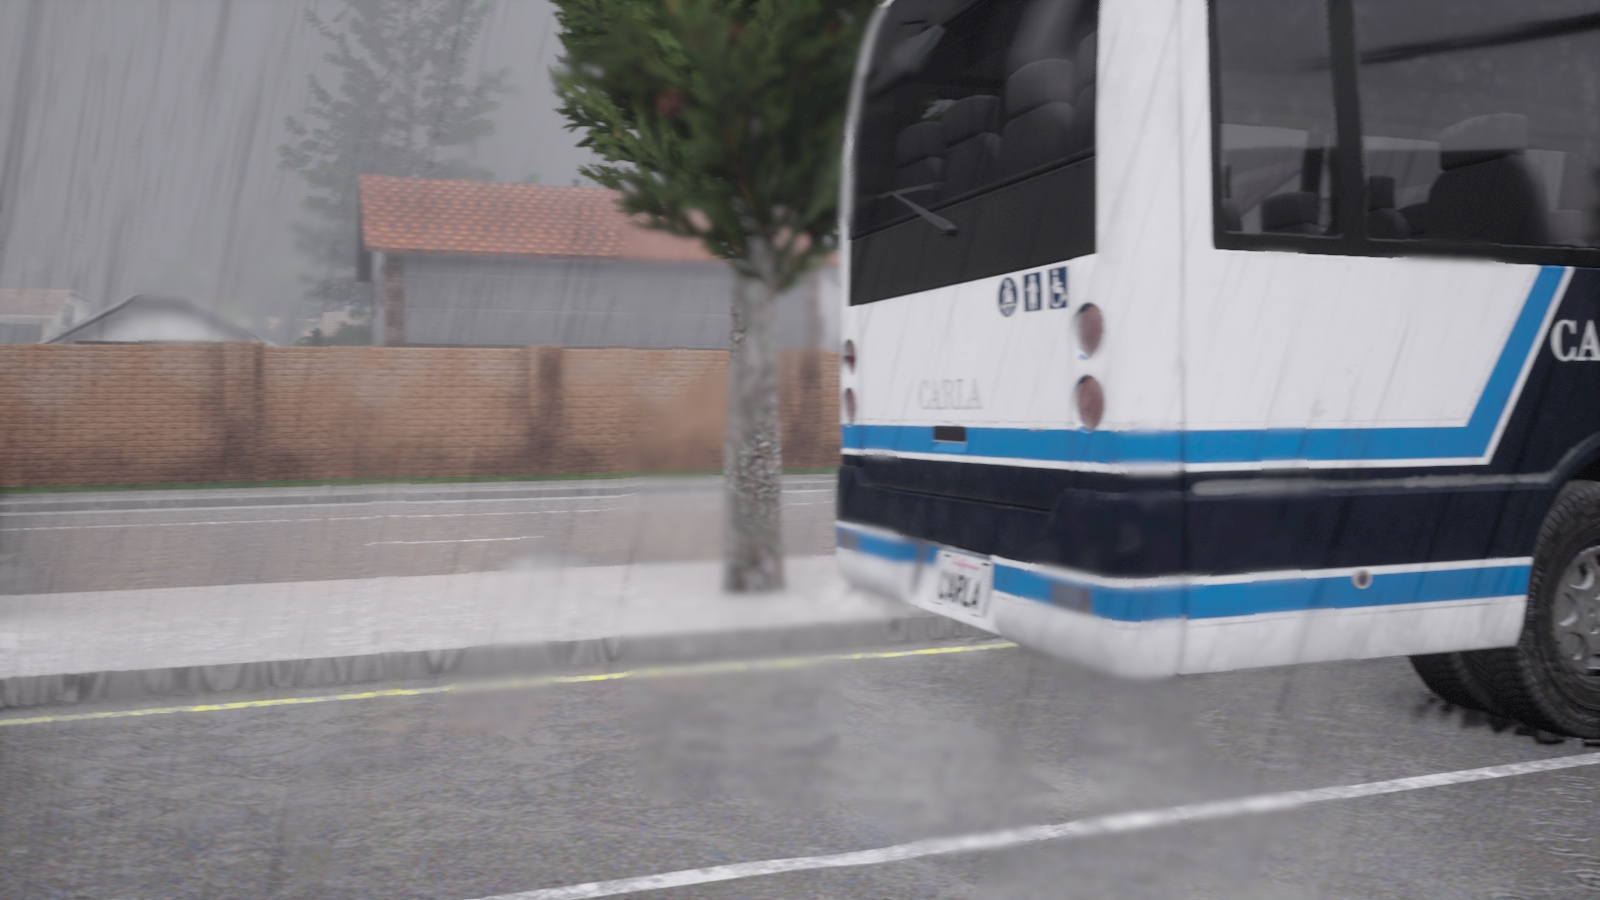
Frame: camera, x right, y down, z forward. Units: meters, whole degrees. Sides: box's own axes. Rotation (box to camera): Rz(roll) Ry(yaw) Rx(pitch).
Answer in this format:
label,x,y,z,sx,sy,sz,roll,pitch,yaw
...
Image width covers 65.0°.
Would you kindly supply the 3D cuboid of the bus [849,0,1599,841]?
label,x,y,z,sx,sy,sz,roll,pitch,yaw
bus,5.831,-0.743,8.315,10.273,4.253,3.944,-1,2,-20
